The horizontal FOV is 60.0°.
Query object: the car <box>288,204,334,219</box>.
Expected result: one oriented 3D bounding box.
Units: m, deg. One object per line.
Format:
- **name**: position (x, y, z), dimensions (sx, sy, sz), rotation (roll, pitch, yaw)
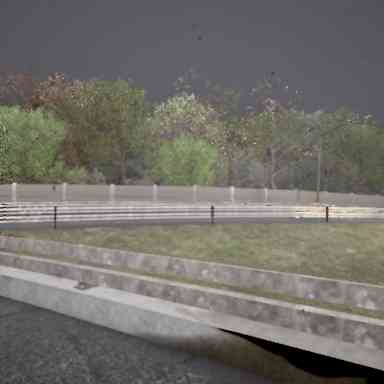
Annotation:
- **car**: position (12.036, 1.923, 33.650), dimensions (5.008, 1.535, 1.882), rotation (3, -1, -20)
